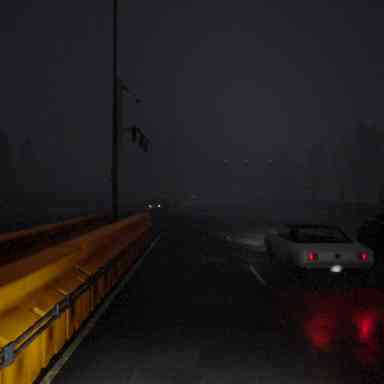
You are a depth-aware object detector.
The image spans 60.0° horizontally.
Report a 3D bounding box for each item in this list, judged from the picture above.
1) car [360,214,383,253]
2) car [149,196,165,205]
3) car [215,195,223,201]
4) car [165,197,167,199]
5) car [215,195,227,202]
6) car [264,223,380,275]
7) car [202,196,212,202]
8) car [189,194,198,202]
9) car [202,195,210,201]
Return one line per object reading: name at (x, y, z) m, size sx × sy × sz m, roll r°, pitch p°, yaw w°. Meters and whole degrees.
car at (7.101, 1.253, 9.849) m, size 2.150 × 2.045 × 5.566 m, roll 0°, pitch 0°, yaw 0°
car at (-6.795, 1.541, 62.641) m, size 2.097 × 1.767 × 4.553 m, roll 0°, pitch 0°, yaw 1°
car at (7.331, 1.636, 91.121) m, size 1.812 × 1.442 × 4.674 m, roll 0°, pitch 0°, yaw 0°
car at (-6.717, 1.776, 78.214) m, size 2.033 × 1.411 × 5.357 m, roll 0°, pitch 0°, yaw 0°
car at (7.293, 1.717, 80.701) m, size 1.882 × 1.535 × 5.008 m, roll 0°, pitch 0°, yaw 0°
car at (3.608, 1.634, 10.491) m, size 1.895 × 1.301 × 4.718 m, roll 0°, pitch 0°, yaw 1°
car at (3.793, 1.716, 80.714) m, size 1.882 × 1.535 × 5.008 m, roll 0°, pitch 0°, yaw 0°
car at (0.294, 1.835, 81.173) m, size 1.895 × 1.301 × 4.718 m, roll 0°, pitch 0°, yaw 0°
car at (3.831, 1.663, 91.134) m, size 1.994 × 1.385 × 4.181 m, roll 0°, pitch 0°, yaw 0°
